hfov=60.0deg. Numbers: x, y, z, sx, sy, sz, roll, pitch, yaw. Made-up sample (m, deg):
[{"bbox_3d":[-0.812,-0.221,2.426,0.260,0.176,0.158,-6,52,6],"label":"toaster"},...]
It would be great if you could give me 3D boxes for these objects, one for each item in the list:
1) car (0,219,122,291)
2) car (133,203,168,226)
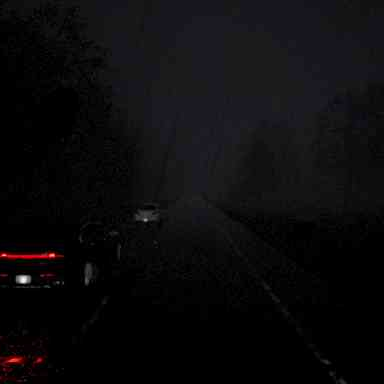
[{"bbox_3d":[-3.207,1.473,8.882,1.837,1.490,4.892,0,-1,2],"label":"car"},{"bbox_3d":[-2.749,1.452,22.588,1.812,1.442,4.674,0,0,2],"label":"car"}]
